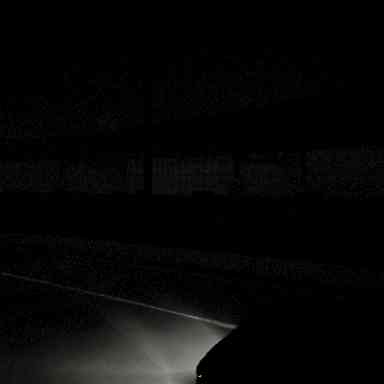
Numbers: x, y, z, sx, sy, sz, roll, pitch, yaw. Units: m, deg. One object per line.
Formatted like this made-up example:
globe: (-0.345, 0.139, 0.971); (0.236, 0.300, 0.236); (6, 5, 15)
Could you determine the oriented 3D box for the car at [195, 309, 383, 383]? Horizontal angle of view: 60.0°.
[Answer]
car: (2.568, 1.538, 2.133); (5.357, 1.411, 2.033); (0, 0, 35)
